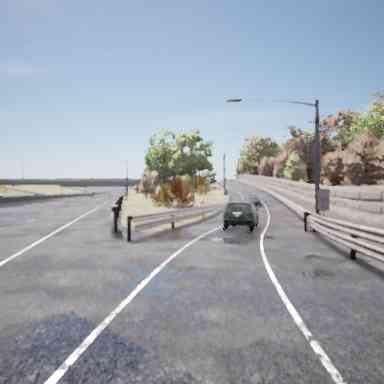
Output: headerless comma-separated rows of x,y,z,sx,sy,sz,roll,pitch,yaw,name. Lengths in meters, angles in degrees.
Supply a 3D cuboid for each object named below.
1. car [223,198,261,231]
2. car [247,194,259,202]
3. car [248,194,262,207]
3.714,1.718,24.878,2.150,2.045,5.566,0,-1,15,car
11.834,1.155,64.618,1.994,1.385,4.181,0,3,7,car
10.265,1.457,54.565,2.097,1.767,4.553,0,2,9,car
